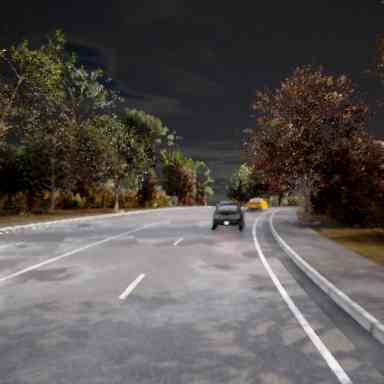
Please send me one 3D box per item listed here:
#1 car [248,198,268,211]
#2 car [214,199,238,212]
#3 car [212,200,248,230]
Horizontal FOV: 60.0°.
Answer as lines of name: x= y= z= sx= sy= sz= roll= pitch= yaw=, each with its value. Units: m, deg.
car: x=7.970 y=1.476 z=40.449 sx=1.882 sy=1.535 sz=5.008 roll=-1 pitch=0 yaw=20
car: x=4.213 y=1.626 z=40.354 sx=1.994 sy=1.385 sz=4.181 roll=-1 pitch=0 yaw=20
car: x=2.423 y=1.516 z=21.439 sx=1.837 sy=1.490 sz=4.892 roll=-1 pitch=0 yaw=11
